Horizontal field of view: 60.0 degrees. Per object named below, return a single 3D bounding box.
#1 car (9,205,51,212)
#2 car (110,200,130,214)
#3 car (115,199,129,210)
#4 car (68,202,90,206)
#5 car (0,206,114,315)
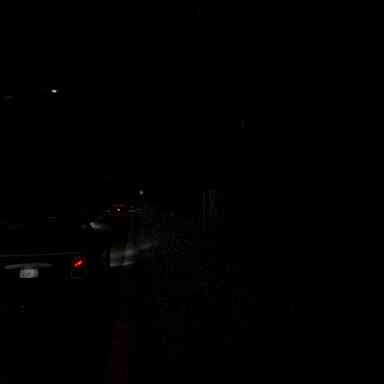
[{"bbox_3d":[-7.137,1.423,14.467,2.097,1.767,4.553,0,0,-10],"label":"car"},{"bbox_3d":[-8.258,1.647,37.995,1.837,1.490,4.892,0,0,-9],"label":"car"},{"bbox_3d":[-10.089,1.790,48.303,1.895,1.301,4.718,0,0,-10],"label":"car"},{"bbox_3d":[-9.359,1.598,27.360,1.882,1.535,5.008,0,0,-10],"label":"car"},{"bbox_3d":[-3.068,1.379,7.621,2.097,1.767,4.553,0,0,-10],"label":"car"}]
